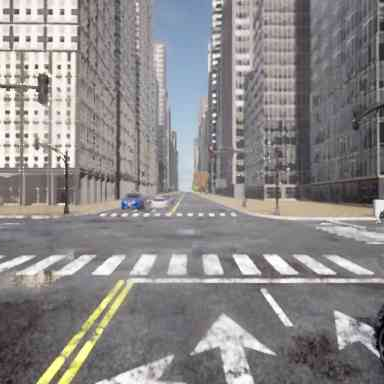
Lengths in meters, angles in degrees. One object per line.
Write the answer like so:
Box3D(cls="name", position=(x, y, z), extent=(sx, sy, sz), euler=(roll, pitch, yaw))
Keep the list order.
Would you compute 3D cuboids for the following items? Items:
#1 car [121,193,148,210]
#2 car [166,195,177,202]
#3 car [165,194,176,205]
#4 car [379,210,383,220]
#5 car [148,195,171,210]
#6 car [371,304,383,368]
Box3D(cls="car", position=(-7.152, 1.111, 40.668), extent=(2.150, 2.045, 5.566), euler=(0, 0, 0))
Box3D(cls="car", position=(-4.344, 1.324, 70.960), extent=(2.033, 1.411, 5.357), euler=(0, 0, -1))
Box3D(cls="car", position=(-4.140, 1.197, 55.884), extent=(2.097, 1.767, 4.553), euler=(0, 0, -1))
Box3D(cls="car", position=(16.816, 1.539, 25.162), extent=(4.892, 1.490, 1.837), euler=(-1, -1, 2))
Box3D(cls="car", position=(-3.903, 1.418, 40.296), extent=(1.812, 1.442, 4.674), euler=(0, 0, -1))
Box3D(cls="car", position=(3.349, 1.558, 2.688), extent=(1.994, 1.385, 4.181), euler=(0, 0, 0))
